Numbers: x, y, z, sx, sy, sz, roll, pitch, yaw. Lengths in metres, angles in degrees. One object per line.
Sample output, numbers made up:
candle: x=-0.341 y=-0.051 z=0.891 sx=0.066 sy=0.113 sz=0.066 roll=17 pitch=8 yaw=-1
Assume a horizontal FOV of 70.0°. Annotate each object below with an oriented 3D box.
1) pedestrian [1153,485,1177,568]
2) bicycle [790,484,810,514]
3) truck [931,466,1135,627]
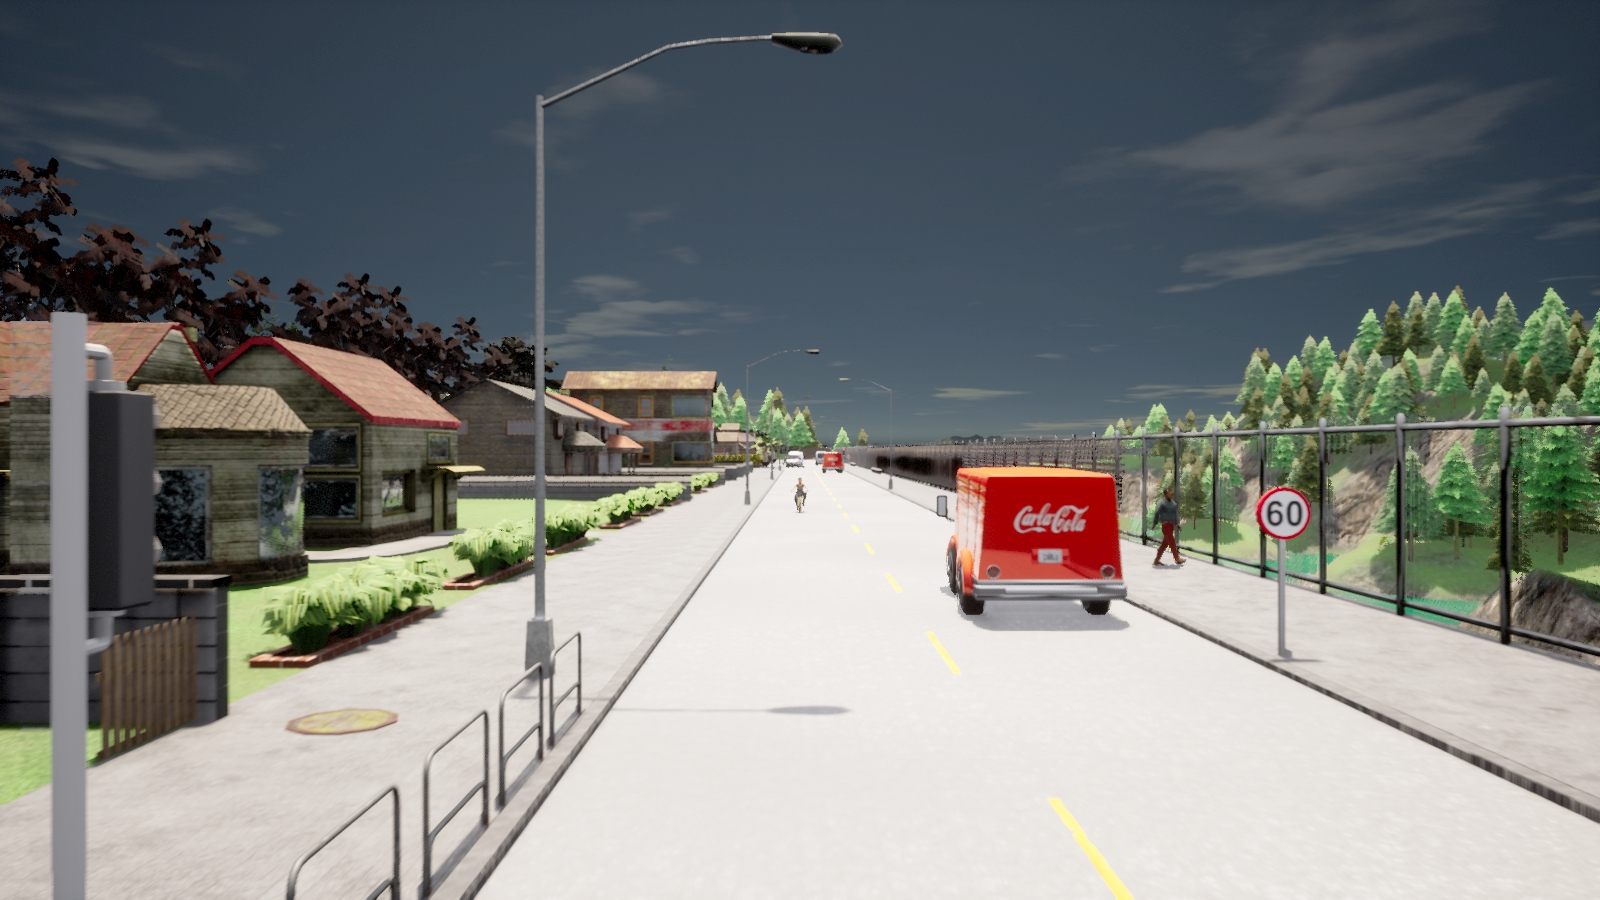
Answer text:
pedestrian: x=8.367 y=1.744 z=26.180 sx=0.375 sy=1.860 sz=0.375 roll=0 pitch=0 yaw=-30
bicycle: x=0.006 y=2.160 z=50.409 sx=0.859 sy=1.276 sz=1.487 roll=0 pitch=0 yaw=0
truck: x=3.998 y=1.573 z=20.751 sx=2.627 sy=2.467 sz=5.204 roll=0 pitch=0 yaw=0
